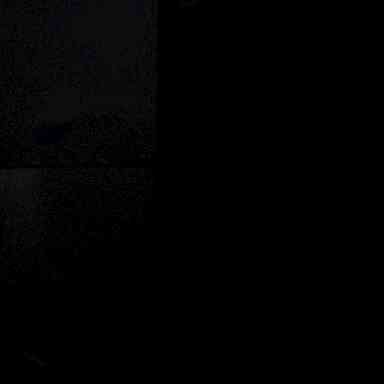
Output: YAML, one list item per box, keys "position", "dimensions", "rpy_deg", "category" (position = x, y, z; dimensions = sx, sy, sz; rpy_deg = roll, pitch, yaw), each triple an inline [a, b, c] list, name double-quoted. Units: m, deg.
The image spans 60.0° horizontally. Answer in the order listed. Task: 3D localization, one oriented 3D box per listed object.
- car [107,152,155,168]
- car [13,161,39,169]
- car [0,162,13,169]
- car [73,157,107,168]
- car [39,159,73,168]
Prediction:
- position: [-6.225, -3.354, 37.262]
  dimensions: [5.566, 2.045, 2.435]
  rpy_deg: [2, 1, 25]
  category: "car"
- position: [-21.236, -3.433, 44.506]
  dimensions: [4.674, 1.452, 2.002]
  rpy_deg: [1, 1, 28]
  category: "car"
- position: [-26.099, -3.546, 47.115]
  dimensions: [4.792, 1.488, 2.163]
  rpy_deg: [1, 1, 29]
  category: "car"
- position: [-11.325, -3.373, 39.603]
  dimensions: [4.553, 1.767, 2.185]
  rpy_deg: [1, 1, 26]
  category: "car"
- position: [-16.405, -3.371, 42.047]
  dimensions: [4.892, 1.521, 2.231]
  rpy_deg: [1, 1, 27]
  category: "car"
